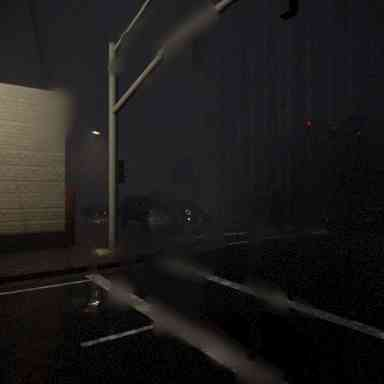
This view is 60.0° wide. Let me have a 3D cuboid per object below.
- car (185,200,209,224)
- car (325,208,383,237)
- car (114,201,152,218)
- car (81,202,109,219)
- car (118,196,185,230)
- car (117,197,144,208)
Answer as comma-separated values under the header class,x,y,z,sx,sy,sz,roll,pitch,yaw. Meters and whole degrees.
class,x,y,z,sx,sy,sz,roll,pitch,yaw
car,-0.717,1.407,25.061,2.097,1.767,4.553,0,0,-36
car,9.309,1.559,17.394,1.812,1.442,4.674,0,0,-36
car,-5.737,1.619,32.089,1.994,1.385,4.181,0,0,-35
car,-8.550,1.619,30.013,1.994,1.385,4.181,0,0,-35
car,-3.084,1.277,22.348,2.150,2.045,5.566,0,0,-36
car,-9.155,1.533,49.206,1.882,1.535,5.008,0,0,-36
